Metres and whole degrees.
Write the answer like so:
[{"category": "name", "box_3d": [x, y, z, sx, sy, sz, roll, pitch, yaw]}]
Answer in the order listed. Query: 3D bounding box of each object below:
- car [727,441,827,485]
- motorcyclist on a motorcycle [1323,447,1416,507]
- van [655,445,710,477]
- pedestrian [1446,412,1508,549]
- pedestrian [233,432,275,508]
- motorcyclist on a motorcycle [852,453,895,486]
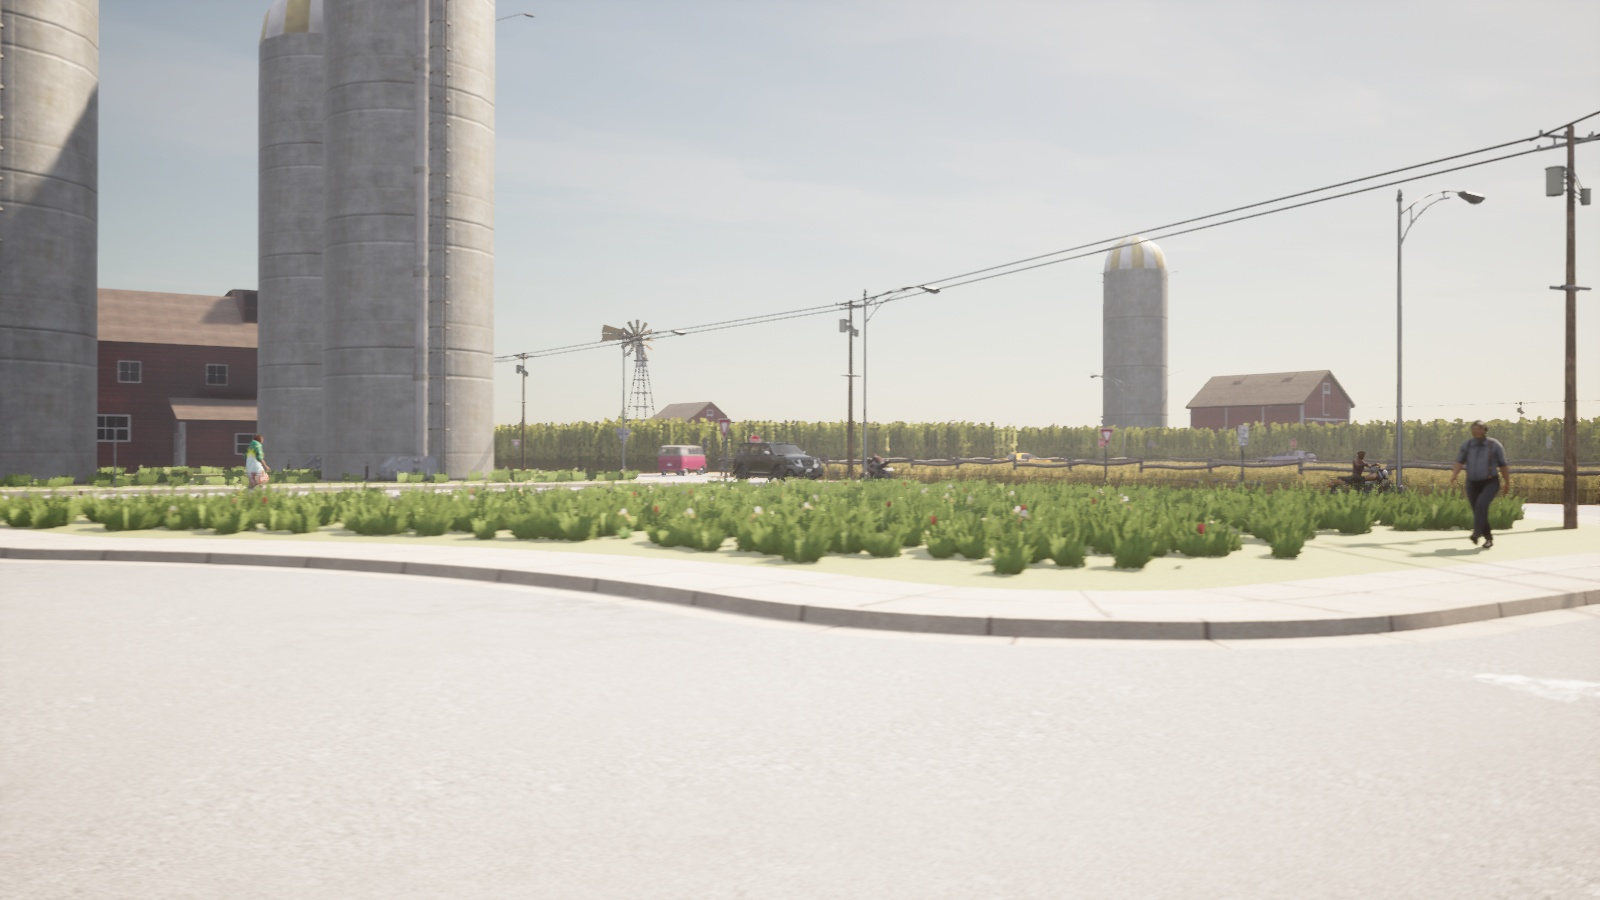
[{"category": "car", "box_3d": [-1.189, 0.616, 61.135, 2.150, 2.045, 5.566, 0, 0, -35]}, {"category": "motorcyclist on a motorcycle", "box_3d": [16.259, 0.749, 35.917, 0.766, 1.649, 2.350, 0, 0, -34]}, {"category": "van", "box_3d": [-7.605, 0.712, 81.566, 1.775, 1.987, 4.442, -1, 0, 20]}, {"category": "pedestrian", "box_3d": [9.322, 0.411, 17.281, 0.694, 1.848, 0.540, 0, 0, -41]}, {"category": "pedestrian", "box_3d": [-14.131, 0.510, 32.509, 0.873, 1.952, 0.659, 0, 0, -36]}, {"category": "motorcyclist on a motorcycle", "box_3d": [3.536, 0.920, 60.462, 0.866, 1.530, 2.191, 0, 0, -35]}]
